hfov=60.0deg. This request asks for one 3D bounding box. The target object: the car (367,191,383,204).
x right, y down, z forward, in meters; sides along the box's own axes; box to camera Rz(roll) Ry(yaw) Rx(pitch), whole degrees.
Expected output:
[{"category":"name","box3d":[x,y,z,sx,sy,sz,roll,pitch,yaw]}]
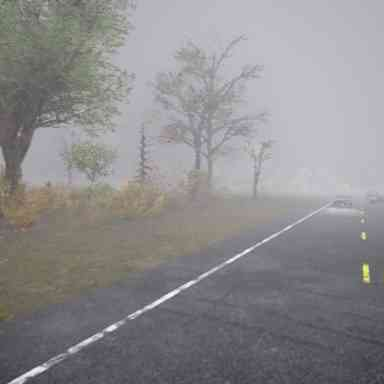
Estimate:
[{"category":"car","box3d":[24.146,0.942,43.184,1.895,1.301,4.718,2,2,27]}]

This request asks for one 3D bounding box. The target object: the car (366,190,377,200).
[{"category":"car","box3d":[31.855,0.441,58.491,2.097,1.767,4.553,2,2,27]}]

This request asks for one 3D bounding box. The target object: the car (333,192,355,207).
[{"category":"car","box3d":[16.789,0.956,36.815,1.895,1.301,4.718,2,2,27]}]
